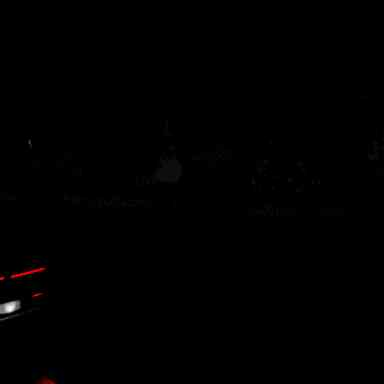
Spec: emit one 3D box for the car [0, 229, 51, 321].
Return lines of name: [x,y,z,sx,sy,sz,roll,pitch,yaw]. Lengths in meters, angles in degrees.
car: [-4.611,1.396,6.271,4.892,1.490,1.837,1,1,36]
